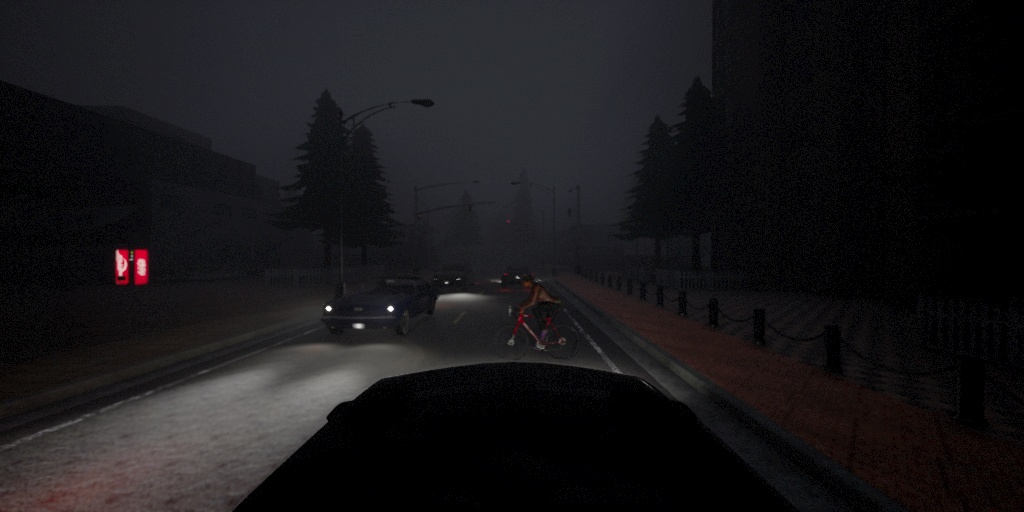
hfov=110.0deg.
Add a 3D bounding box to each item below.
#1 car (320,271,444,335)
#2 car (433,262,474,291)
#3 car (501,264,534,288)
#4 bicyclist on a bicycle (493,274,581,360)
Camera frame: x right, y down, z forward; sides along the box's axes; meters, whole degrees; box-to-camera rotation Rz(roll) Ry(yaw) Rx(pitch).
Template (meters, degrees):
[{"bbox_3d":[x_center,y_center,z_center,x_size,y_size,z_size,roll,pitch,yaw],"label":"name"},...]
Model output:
[{"bbox_3d":[-3.495,1.284,10.431,1.895,1.301,4.718,0,0,1],"label":"car"},{"bbox_3d":[-3.312,1.113,20.811,1.837,1.490,4.892,0,0,1],"label":"car"},{"bbox_3d":[0.356,1.164,22.337,1.994,1.385,4.181,0,0,1],"label":"car"},{"bbox_3d":[0.460,1.156,6.736,1.656,1.620,0.582,-1,0,1],"label":"bicyclist on a bicycle"}]
